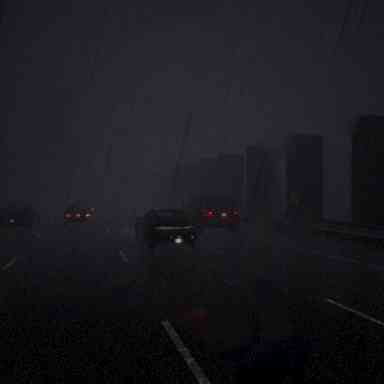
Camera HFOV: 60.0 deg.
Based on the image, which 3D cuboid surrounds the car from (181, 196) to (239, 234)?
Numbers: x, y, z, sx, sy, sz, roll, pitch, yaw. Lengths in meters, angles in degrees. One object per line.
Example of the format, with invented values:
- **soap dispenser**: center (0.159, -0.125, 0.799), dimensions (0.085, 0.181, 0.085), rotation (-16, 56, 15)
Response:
- **car**: center (0.767, 1.223, 19.210), dimensions (2.150, 2.045, 5.566), rotation (0, 0, -18)

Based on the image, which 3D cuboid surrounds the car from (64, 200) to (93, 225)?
- **car**: center (-8.125, 1.550, 23.918), dimensions (2.033, 1.411, 5.357), rotation (0, 0, -18)

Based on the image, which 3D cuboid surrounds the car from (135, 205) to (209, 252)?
- **car**: center (-1.244, 1.493, 14.092), dimensions (2.128, 1.511, 4.902), rotation (0, 0, -18)

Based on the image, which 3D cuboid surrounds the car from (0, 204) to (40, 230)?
- **car**: center (-10.871, 1.479, 21.060), dimensions (1.882, 1.535, 5.008), rotation (0, 0, -18)
